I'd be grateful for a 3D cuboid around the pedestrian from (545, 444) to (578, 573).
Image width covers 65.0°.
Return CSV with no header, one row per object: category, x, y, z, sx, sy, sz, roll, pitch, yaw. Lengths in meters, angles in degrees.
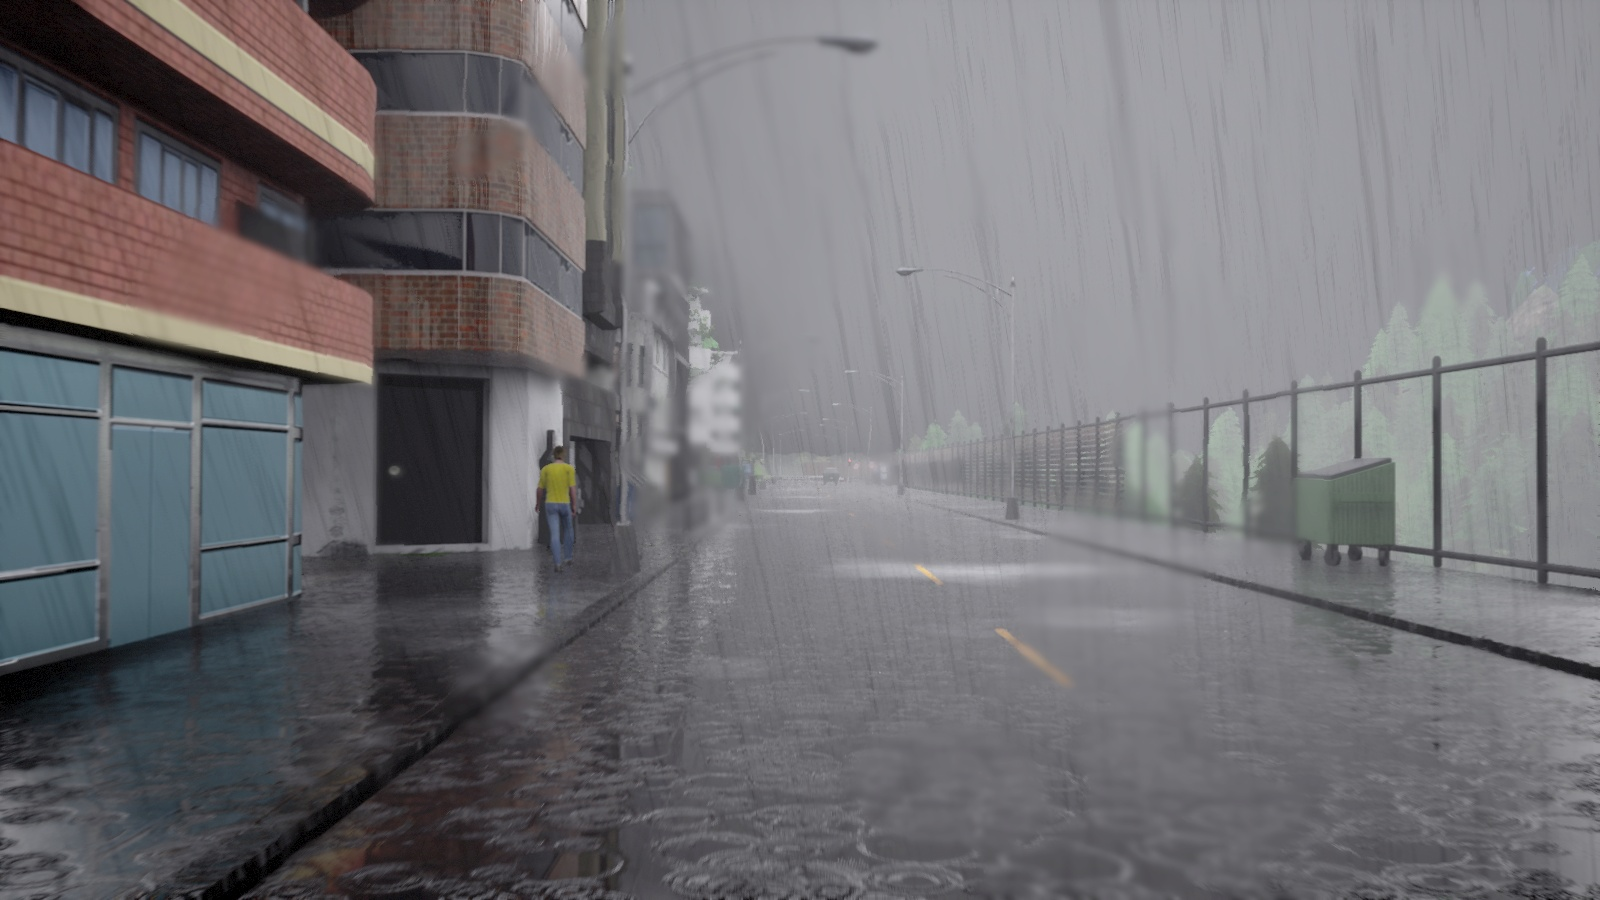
pedestrian,-3.463,0.844,18.278,0.354,1.836,0.706,0,-1,-1
